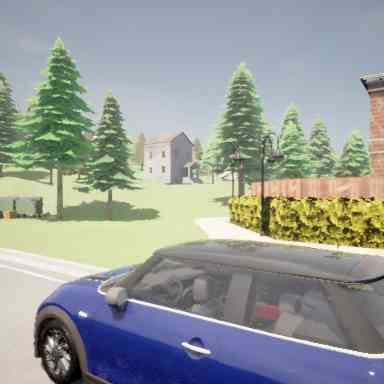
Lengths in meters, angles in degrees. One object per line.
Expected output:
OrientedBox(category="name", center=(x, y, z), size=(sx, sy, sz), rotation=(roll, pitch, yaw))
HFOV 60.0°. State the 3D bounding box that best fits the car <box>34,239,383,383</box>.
OrientedBox(category="car", center=(0.172, 1.352, 3.862), size=(4.553, 1.767, 2.097), rotation=(0, 0, 36))
